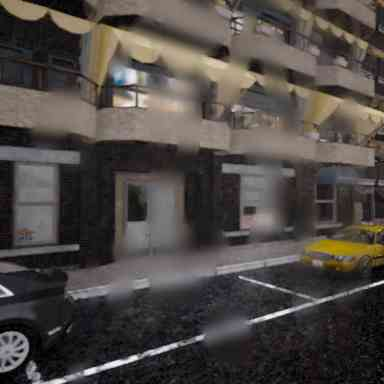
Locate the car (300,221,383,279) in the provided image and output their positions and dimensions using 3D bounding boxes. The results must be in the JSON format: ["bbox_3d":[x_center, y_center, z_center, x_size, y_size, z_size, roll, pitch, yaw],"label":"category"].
[{"bbox_3d":[5.362,1.631,10.385,4.829,1.417,1.752,1,0,-35],"label":"car"}]

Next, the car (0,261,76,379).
[{"bbox_3d":[-3.696,1.543,3.923,4.403,1.369,2.008,1,0,-35],"label":"car"}]
